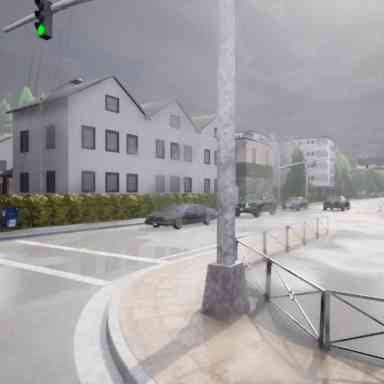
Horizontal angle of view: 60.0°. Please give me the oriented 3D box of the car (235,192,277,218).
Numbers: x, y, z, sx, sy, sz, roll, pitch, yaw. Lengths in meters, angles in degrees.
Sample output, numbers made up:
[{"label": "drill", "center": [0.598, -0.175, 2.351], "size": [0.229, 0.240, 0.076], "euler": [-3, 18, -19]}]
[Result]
[{"label": "car", "center": [5.496, 1.032, 28.594], "size": [2.150, 2.045, 5.566], "euler": [0, 0, 35]}]

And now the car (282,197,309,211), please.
[{"label": "car", "center": [11.566, 1.302, 37.075], "size": [2.128, 1.511, 4.902], "euler": [0, 0, 36]}]

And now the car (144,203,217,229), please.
[{"label": "car", "center": [-0.471, 1.358, 20.183], "size": [2.033, 1.411, 5.357], "euler": [0, 0, 35]}]

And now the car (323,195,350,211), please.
[{"label": "car", "center": [16.409, 1.162, 37.593], "size": [2.097, 1.767, 4.553], "euler": [0, 0, 35]}]
